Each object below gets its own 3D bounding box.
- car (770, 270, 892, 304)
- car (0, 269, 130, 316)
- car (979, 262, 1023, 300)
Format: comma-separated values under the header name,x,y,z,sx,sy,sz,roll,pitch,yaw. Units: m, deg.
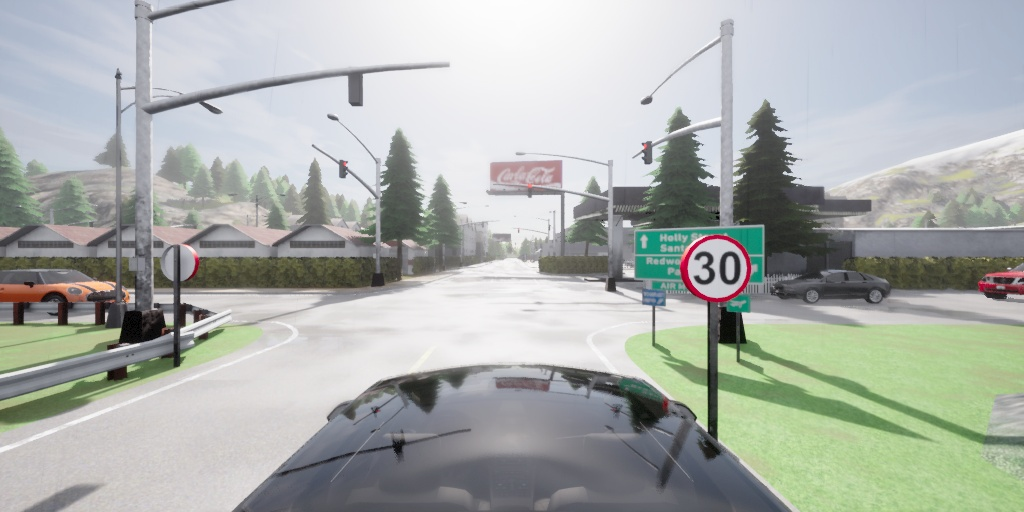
name,x,y,z,sx,sy,sz,roll,pitch,yaw
car,15.212,1.446,17.262,4.892,1.490,1.837,0,0,1
car,-17.966,1.294,14.022,4.553,1.767,2.097,0,0,1
car,26.098,1.165,17.115,5.566,2.045,2.150,0,0,0
